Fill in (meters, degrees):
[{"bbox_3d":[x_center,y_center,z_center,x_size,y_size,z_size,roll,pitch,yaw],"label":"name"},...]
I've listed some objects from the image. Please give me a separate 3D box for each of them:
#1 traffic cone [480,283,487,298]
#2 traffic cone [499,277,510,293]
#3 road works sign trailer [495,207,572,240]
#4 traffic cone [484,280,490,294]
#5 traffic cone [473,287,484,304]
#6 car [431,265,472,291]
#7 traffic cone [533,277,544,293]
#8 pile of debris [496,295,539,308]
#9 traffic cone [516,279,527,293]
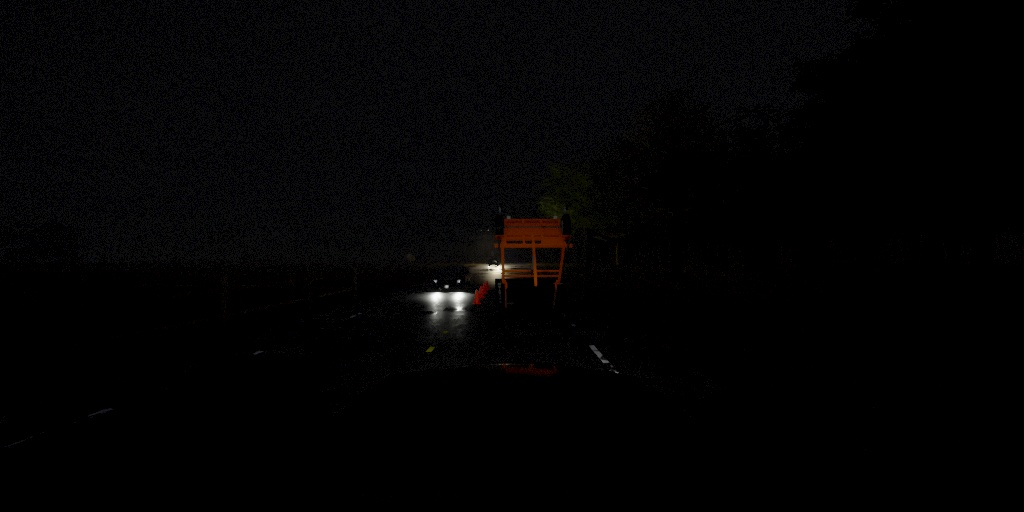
[{"bbox_3d":[-1.459,1.692,16.908,0.340,0.580,0.340,0,0,0],"label":"traffic cone"},{"bbox_3d":[-0.453,1.688,20.906,0.340,0.580,0.340,0,0,0],"label":"traffic cone"},{"bbox_3d":[0.629,-2.366,10.118,2.380,3.560,2.880,0,0,0],"label":"road works sign trailer"},{"bbox_3d":[-1.455,1.690,18.909,0.340,0.580,0.340,0,0,0],"label":"traffic cone"},{"bbox_3d":[-1.462,1.694,14.909,0.340,0.580,0.340,0,0,0],"label":"traffic cone"},{"bbox_3d":[-3.561,1.278,22.189,2.033,1.411,5.357,0,0,0],"label":"car"},{"bbox_3d":[1.545,1.688,20.903,0.340,0.580,0.340,0,0,0],"label":"traffic cone"},{"bbox_3d":[0.022,1.904,14.912,1.860,0.140,1.500,0,0,0],"label":"pile of debris"},{"bbox_3d":[0.546,1.688,20.905,0.340,0.580,0.340,0,0,0],"label":"traffic cone"}]
